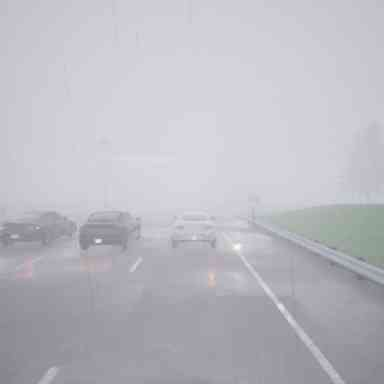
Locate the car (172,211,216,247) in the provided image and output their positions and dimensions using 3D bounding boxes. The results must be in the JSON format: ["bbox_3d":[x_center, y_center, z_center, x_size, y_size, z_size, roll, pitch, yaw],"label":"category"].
[{"bbox_3d":[0.083,1.571,15.257,1.812,1.442,4.674,0,0,0],"label":"car"}]

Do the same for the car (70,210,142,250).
[{"bbox_3d":[-3.414,1.544,14.559,1.837,1.490,4.892,0,0,0],"label":"car"}]

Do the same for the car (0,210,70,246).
[{"bbox_3d":[-6.912,1.566,15.321,1.812,1.442,4.674,0,0,0],"label":"car"}]
